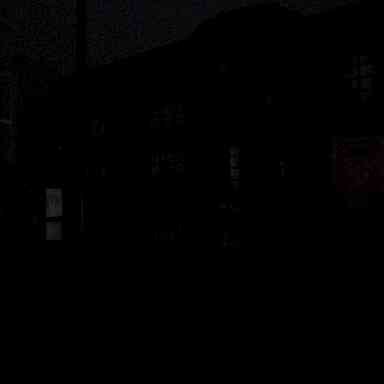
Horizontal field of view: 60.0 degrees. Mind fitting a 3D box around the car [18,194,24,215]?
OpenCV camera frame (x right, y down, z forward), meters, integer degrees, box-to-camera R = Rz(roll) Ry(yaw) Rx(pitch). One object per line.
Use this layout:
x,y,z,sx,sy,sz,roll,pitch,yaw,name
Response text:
-14.870,1.222,28.801,2.150,2.045,5.566,0,0,35,car
